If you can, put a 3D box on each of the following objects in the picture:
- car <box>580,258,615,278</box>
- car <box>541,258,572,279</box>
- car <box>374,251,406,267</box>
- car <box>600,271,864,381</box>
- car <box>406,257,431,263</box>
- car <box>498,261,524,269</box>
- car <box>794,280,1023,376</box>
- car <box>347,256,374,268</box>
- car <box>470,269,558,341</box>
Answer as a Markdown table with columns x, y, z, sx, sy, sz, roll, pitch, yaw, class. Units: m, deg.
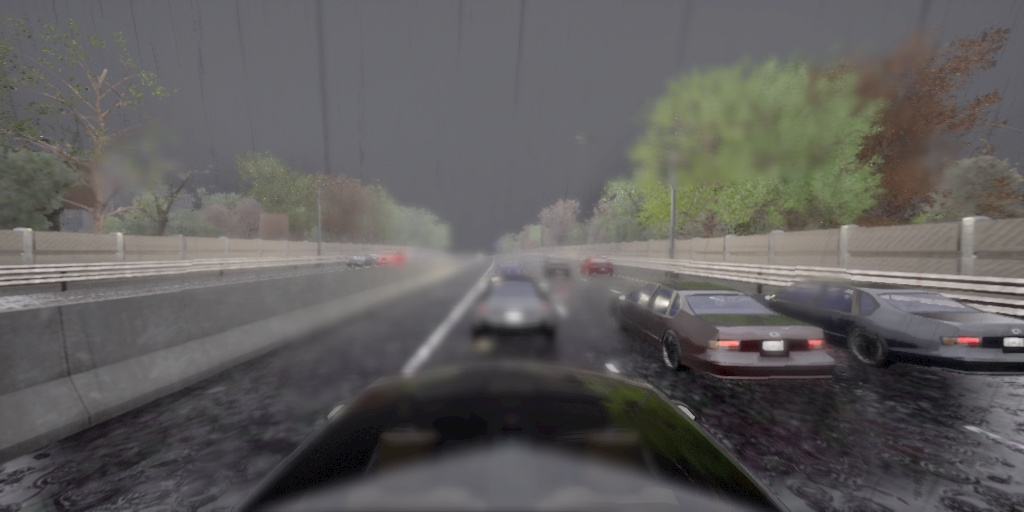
| x | y | z | sx | sy | sz | roll | pitch | yaw | class |
| --- | --- | --- | --- | --- | --- | --- | --- | --- | --- |
| 6.864 | 0.877 | 29.088 | 1.882 | 1.535 | 5.008 | 0 | 1 | -1 | car |
| 3.384 | 0.923 | 27.571 | 1.837 | 1.490 | 4.892 | 0 | 1 | -1 | car |
| -14.605 | 0.427 | 44.034 | 2.150 | 2.045 | 5.566 | 0 | 0 | -1 | car |
| 3.549 | 1.225 | 7.359 | 2.033 | 1.411 | 5.357 | 0 | 1 | 0 | car |
| -11.099 | 0.772 | 43.727 | 1.994 | 1.385 | 4.181 | 0 | 1 | -1 | car |
| -0.094 | 1.044 | 25.643 | 1.895 | 1.301 | 4.718 | 0 | 1 | -1 | car |
| 7.051 | 1.223 | 7.545 | 2.033 | 1.411 | 5.357 | 0 | 1 | 0 | car |
| -18.080 | 0.722 | 43.543 | 2.033 | 1.411 | 5.357 | 2 | 0 | -1 | car |
| 0.048 | 1.213 | 9.532 | 1.994 | 1.385 | 4.181 | 0 | 1 | 0 | car |
